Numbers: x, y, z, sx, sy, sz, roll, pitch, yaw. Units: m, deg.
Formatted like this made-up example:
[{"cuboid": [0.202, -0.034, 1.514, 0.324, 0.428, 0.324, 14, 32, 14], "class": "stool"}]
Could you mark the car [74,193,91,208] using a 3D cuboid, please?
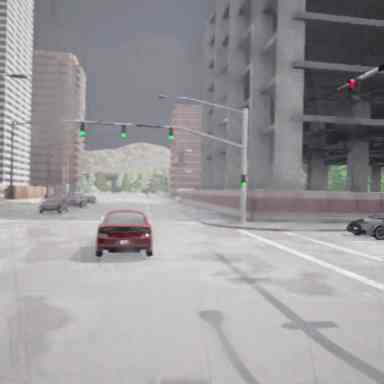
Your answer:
[{"cuboid": [-14.277, 0.980, 40.938, 2.097, 1.767, 4.553, 1, 0, -8], "class": "car"}]

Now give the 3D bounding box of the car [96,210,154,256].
[{"cuboid": [-2.526, 1.407, 12.807, 1.882, 1.535, 5.008, 1, 0, -10], "class": "car"}]

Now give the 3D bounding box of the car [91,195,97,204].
[{"cuboid": [-15.746, 1.132, 51.104, 2.033, 1.411, 5.357, 1, 0, -8], "class": "car"}]

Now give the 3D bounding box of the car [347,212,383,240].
[{"cuboid": [10.760, 1.805, 18.194, 4.181, 1.385, 1.994, 1, 0, -9], "class": "car"}]

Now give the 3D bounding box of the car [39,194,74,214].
[{"cuboid": [-12.833, 1.175, 31.211, 1.837, 1.490, 4.892, 1, 0, -8], "class": "car"}]
